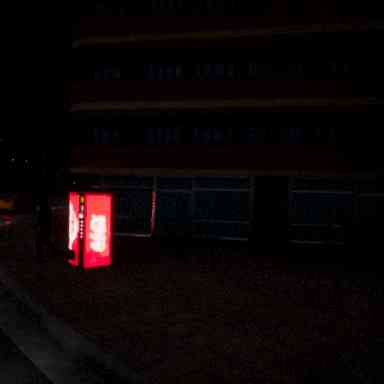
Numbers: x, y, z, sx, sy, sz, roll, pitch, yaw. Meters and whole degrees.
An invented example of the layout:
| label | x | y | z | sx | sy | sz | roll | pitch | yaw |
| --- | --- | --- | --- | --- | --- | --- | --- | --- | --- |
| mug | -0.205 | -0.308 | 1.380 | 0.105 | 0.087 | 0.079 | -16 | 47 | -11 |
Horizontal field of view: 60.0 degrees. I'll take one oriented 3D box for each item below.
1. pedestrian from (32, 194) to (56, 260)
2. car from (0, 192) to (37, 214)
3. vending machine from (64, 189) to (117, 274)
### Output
| label | x | y | z | sx | sy | sz | roll | pitch | yaw |
| --- | --- | --- | --- | --- | --- | --- | --- | --- | --- |
| pedestrian | -4.070 | 0.909 | 9.115 | 0.375 | 1.860 | 0.375 | 1 | 1 | -36 |
| car | -13.616 | 0.770 | 25.548 | 1.882 | 1.535 | 5.008 | 1 | 1 | -4 |
| vending machine | -2.744 | 0.995 | 8.973 | 1.100 | 2.100 | 0.880 | 1 | 1 | -38 |
